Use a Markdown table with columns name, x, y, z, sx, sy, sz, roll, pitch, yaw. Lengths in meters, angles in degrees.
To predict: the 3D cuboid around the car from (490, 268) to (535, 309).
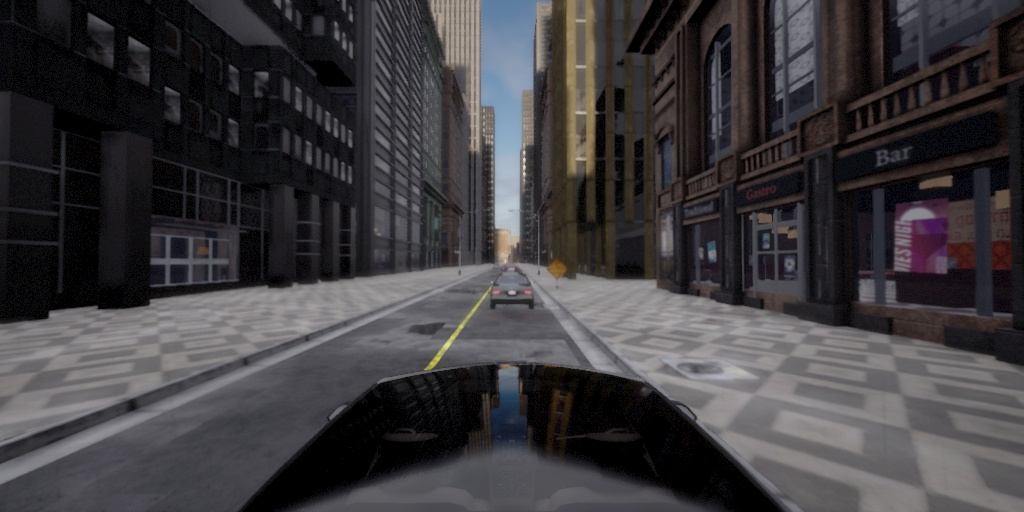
| name | x | y | z | sx | sy | sz | roll | pitch | yaw |
| --- | --- | --- | --- | --- | --- | --- | --- | --- | --- |
| car | 0.007 | 1.439 | 15.850 | 2.033 | 1.411 | 5.357 | 0 | -1 | 0 |

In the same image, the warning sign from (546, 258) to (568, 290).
| name | x | y | z | sx | sy | sz | roll | pitch | yaw |
| --- | --- | --- | --- | --- | --- | --- | --- | --- | --- |
| warning sign | 2.726 | 1.067 | 21.555 | 1.300 | 1.860 | 1.060 | 0 | 0 | 0 |

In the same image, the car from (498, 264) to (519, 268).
| name | x | y | z | sx | sy | sz | roll | pitch | yaw |
| --- | --- | --- | --- | --- | --- | --- | --- | --- | --- |
| car | 0.016 | 1.582 | 31.249 | 1.812 | 1.442 | 4.674 | 0 | 0 | 0 |
